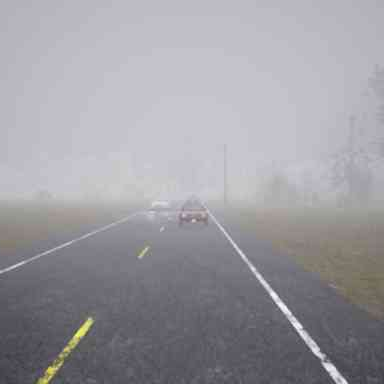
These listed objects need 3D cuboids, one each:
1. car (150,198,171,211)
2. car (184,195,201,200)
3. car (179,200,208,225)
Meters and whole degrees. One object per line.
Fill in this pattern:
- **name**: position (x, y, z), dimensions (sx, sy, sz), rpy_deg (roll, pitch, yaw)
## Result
- **car**: position (-3.497, 1.364, 37.569), dimensions (1.812, 1.442, 4.674), rpy_deg (0, 0, 0)
- **car**: position (0.105, 1.168, 41.560), dimensions (2.097, 1.767, 4.553), rpy_deg (0, 0, 0)
- **car**: position (0.102, 1.498, 23.058), dimensions (1.895, 1.301, 4.718), rpy_deg (0, 0, 0)
